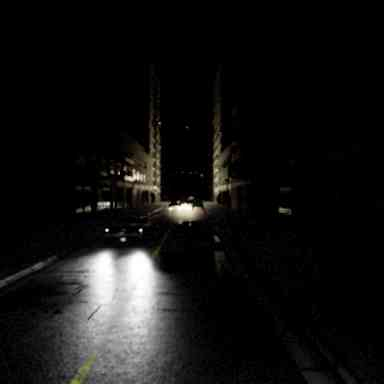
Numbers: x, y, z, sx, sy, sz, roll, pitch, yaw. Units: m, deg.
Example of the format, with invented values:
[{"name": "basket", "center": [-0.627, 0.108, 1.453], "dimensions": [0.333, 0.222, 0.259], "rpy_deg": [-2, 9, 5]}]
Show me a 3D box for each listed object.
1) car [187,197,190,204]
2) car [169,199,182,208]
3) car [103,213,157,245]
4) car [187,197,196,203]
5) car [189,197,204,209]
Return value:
[{"name": "car", "center": [-0.104, 1.945, 70.992], "dimensions": [1.994, 1.385, 4.181], "rpy_deg": [0, 0, 0]}, {"name": "car", "center": [-2.885, 1.928, 58.004], "dimensions": [1.837, 1.490, 4.892], "rpy_deg": [0, 0, 0]}, {"name": "car", "center": [-2.875, 1.713, 16.186], "dimensions": [1.895, 1.301, 4.718], "rpy_deg": [0, 0, 0]}, {"name": "car", "center": [-0.128, 2.131, 87.466], "dimensions": [2.128, 1.511, 4.902], "rpy_deg": [0, -1, 0]}, {"name": "car", "center": [0.887, 1.900, 51.631], "dimensions": [1.812, 1.442, 4.674], "rpy_deg": [0, 0, 0]}]
